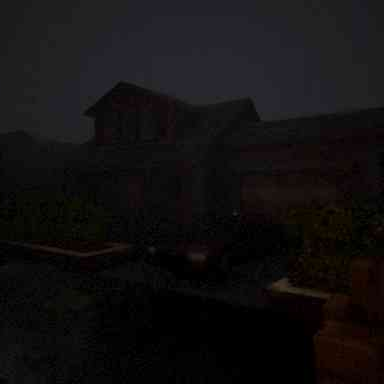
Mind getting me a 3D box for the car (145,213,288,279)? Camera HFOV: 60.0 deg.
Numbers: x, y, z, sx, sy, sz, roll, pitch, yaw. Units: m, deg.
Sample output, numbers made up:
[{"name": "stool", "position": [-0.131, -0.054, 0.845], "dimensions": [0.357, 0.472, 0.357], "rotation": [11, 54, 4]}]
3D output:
[{"name": "car", "position": [1.117, 1.336, 9.687], "dimensions": [2.033, 1.415, 5.357], "rotation": [0, 0, 38]}]
